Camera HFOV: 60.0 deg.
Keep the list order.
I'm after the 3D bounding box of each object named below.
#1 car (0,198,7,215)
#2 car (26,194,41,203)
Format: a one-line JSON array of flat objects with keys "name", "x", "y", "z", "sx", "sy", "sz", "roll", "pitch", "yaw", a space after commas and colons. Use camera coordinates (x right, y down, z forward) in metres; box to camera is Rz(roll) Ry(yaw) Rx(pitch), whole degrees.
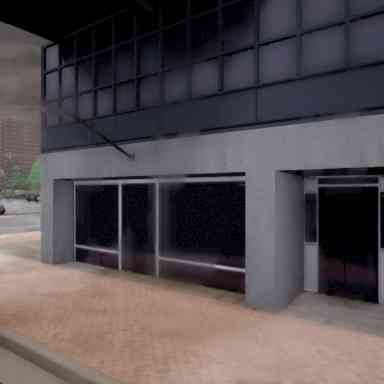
[{"name": "car", "x": -17.866, "y": 1.491, "z": 27.171, "sx": 2.128, "sy": 1.511, "sz": 4.902, "roll": 0, "pitch": 0, "yaw": 36}, {"name": "car", "x": -30.218, "y": 1.153, "z": 64.697, "sx": 4.605, "sy": 1.855, "sz": 1.932, "roll": 0, "pitch": 0, "yaw": 35}]
